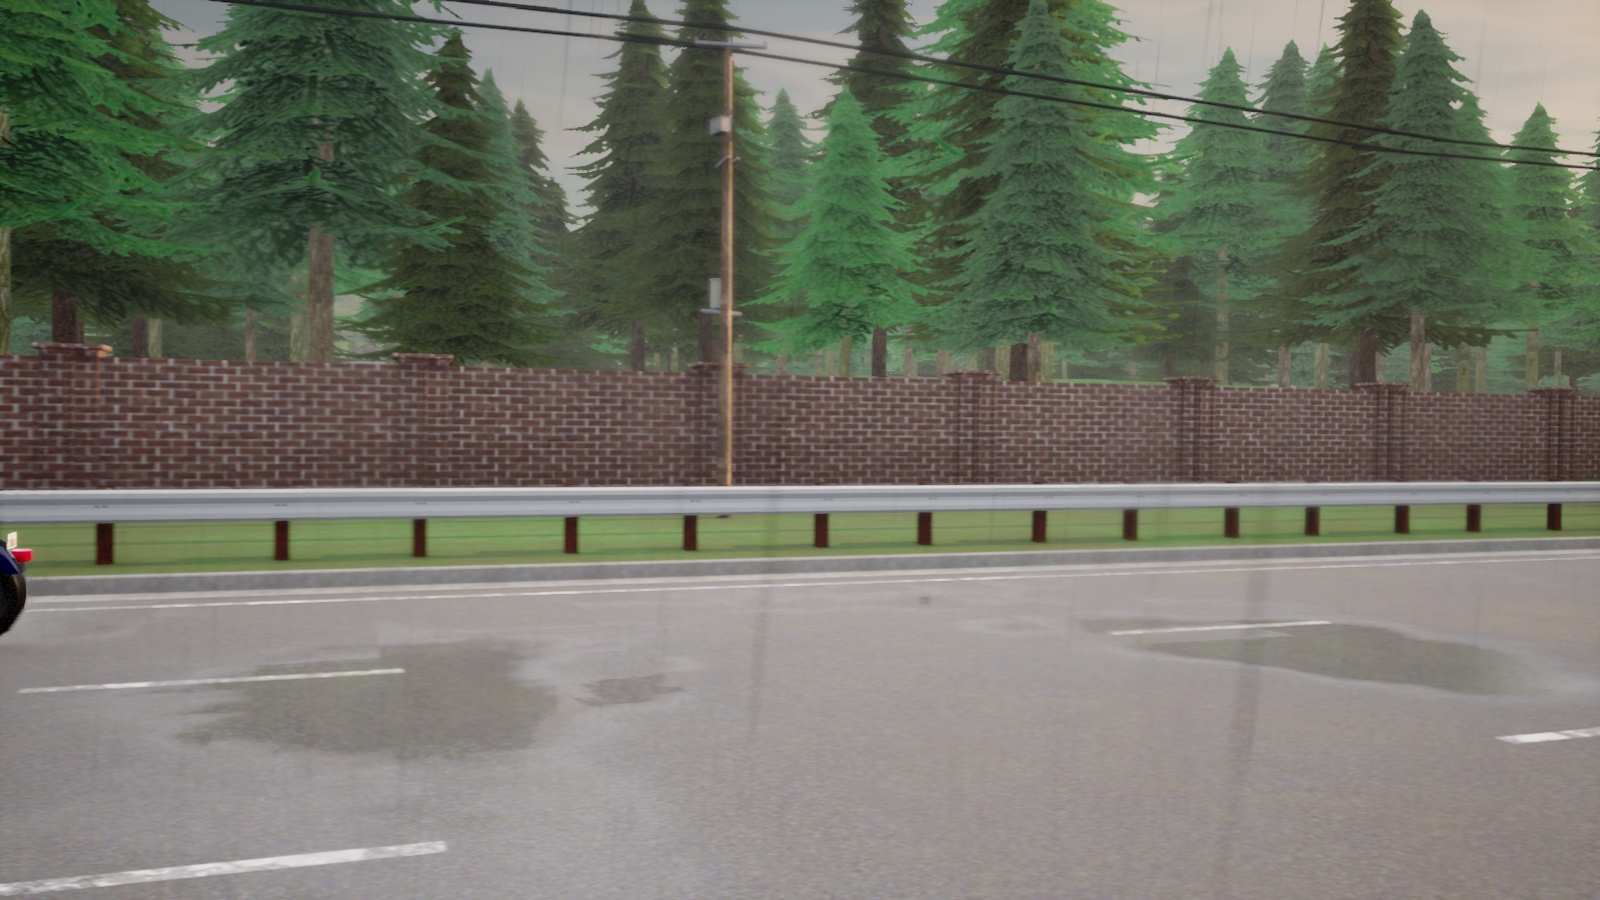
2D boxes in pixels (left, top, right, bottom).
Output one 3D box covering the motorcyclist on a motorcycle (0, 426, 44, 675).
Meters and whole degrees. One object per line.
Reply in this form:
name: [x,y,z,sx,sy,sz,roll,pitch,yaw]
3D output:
motorcyclist on a motorcycle: [-6.455,0.685,8.309,2.350,1.649,0.766,-1,1,-20]
